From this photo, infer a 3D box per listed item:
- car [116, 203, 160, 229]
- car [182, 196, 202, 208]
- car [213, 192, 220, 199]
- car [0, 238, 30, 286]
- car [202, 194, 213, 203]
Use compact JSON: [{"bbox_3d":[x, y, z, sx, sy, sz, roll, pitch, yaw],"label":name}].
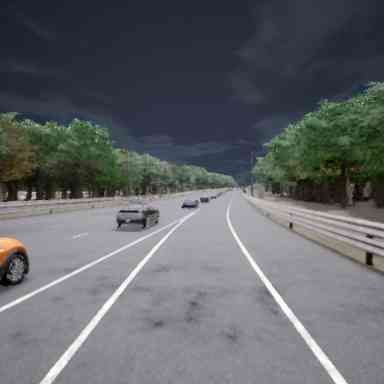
[{"bbox_3d":[-3.391,1.480,21.698,2.128,1.511,4.902,0,0,7],"label":"car"},{"bbox_3d":[-0.126,1.530,46.642,1.994,1.385,4.181,0,0,7],"label":"car"},{"bbox_3d":[6.241,1.338,95.248,1.895,1.301,4.718,0,1,7],"label":"car"},{"bbox_3d":[-5.369,1.347,6.648,2.097,1.767,4.553,0,0,7],"label":"car"},{"bbox_3d":[2.591,1.420,67.381,1.882,1.535,5.008,0,0,7],"label":"car"}]
